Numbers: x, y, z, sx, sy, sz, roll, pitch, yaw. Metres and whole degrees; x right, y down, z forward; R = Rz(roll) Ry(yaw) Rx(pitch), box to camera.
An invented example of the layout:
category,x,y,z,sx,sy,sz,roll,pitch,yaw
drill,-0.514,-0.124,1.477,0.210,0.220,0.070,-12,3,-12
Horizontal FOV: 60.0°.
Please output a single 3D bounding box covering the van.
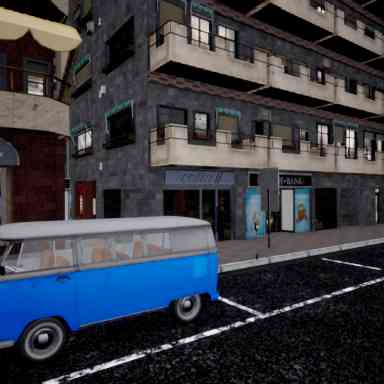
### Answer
category,x,y,z,sx,sy,sz,roll,pitch,yaw
van,-1.423,1.341,5.554,3.998,1.788,1.690,0,0,-35
